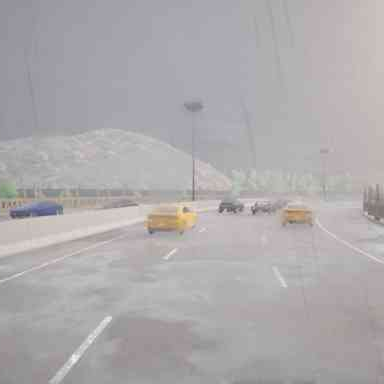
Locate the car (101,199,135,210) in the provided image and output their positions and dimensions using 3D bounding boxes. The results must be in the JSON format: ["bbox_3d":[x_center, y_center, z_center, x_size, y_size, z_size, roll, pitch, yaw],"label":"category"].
[{"bbox_3d":[-7.524,1.504,34.548,1.837,1.490,4.892,0,0,21],"label":"car"}]

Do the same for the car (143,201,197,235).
[{"bbox_3d":[-1.015,1.477,19.052,1.882,1.535,5.008,0,0,12],"label":"car"}]

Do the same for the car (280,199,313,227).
[{"bbox_3d":[7.319,1.477,23.213,1.882,1.535,5.008,0,0,16],"label":"car"}]

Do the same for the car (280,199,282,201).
[{"bbox_3d":[11.927,1.562,42.920,1.994,1.385,4.181,0,0,29],"label":"car"}]

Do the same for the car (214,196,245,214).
[{"bbox_3d":[4.271,1.502,35.302,1.837,1.490,4.892,0,0,23],"label":"car"}]

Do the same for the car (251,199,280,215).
[{"bbox_3d":[7.409,1.600,33.790,1.895,1.301,4.718,0,0,23],"label":"car"}]

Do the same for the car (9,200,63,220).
[{"bbox_3d":[-13.196,1.477,28.470,1.882,1.535,5.008,0,0,16],"label":"car"}]

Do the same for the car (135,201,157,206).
[{"bbox_3d":[-3.701,1.600,34.892,1.895,1.301,4.718,0,0,21],"label":"car"}]

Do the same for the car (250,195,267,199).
[{"bbox_3d":[13.873,1.459,69.501,1.882,1.535,5.008,0,0,41],"label":"car"}]
